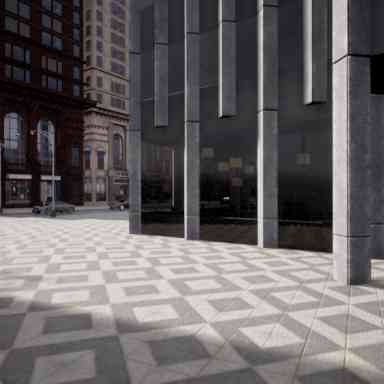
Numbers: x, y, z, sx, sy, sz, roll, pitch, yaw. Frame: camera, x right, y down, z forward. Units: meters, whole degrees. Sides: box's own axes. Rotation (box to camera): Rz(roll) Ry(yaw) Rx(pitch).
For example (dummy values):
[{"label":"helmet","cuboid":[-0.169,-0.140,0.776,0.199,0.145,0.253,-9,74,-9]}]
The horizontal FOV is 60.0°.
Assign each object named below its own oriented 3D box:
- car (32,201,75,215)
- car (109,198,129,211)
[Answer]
[{"label":"car","cuboid":[-14.601,1.630,35.197,1.994,1.385,4.181,0,0,36]},{"label":"car","cuboid":[-8.640,1.600,43.522,1.837,1.490,4.892,0,0,36]}]
